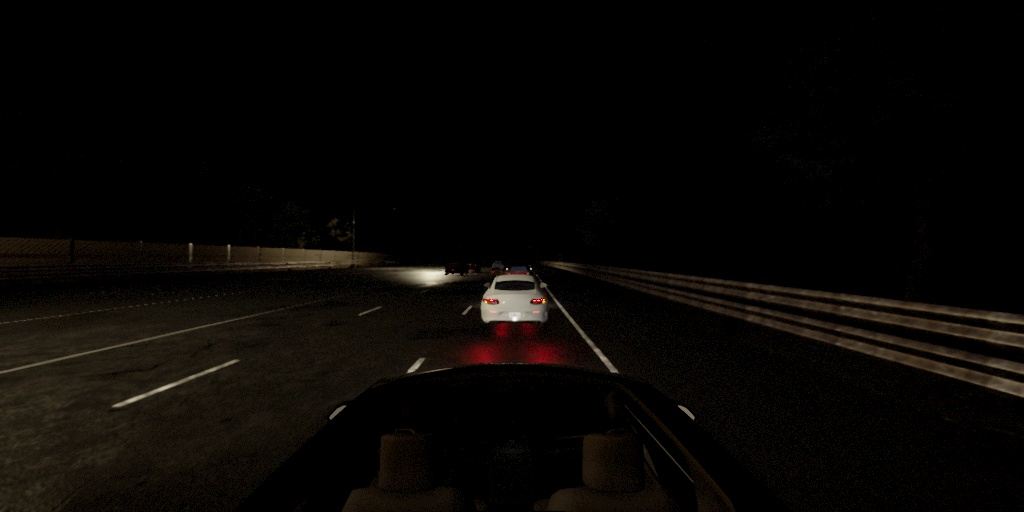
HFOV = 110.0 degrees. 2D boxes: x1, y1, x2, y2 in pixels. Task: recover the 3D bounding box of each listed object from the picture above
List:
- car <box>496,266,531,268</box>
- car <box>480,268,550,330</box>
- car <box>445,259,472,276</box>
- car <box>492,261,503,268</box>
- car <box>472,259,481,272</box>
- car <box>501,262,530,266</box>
[{"bbox_3d":[0.252,1.330,17.542,1.895,1.301,4.718,0,0,2],"label":"car"},{"bbox_3d":[0.104,1.256,10.929,1.812,1.442,4.674,0,0,1],"label":"car"},{"bbox_3d":[-5.962,1.297,39.116,1.882,1.535,5.008,0,-1,2],"label":"car"},{"bbox_3d":[-2.058,1.488,54.390,1.812,1.442,4.674,0,-1,2],"label":"car"},{"bbox_3d":[-5.646,1.262,50.643,2.097,1.767,4.553,0,-1,1],"label":"car"},{"bbox_3d":[0.511,1.315,25.728,1.994,1.385,4.181,0,0,2],"label":"car"}]
